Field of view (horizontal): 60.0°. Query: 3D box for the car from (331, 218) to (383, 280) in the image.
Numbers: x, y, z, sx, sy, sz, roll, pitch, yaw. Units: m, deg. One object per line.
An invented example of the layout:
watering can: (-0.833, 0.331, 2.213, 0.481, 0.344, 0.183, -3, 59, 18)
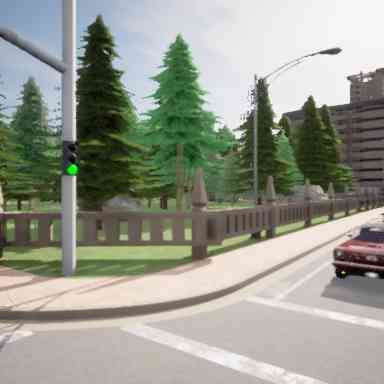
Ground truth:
car: (5.467, 1.601, 9.415, 1.895, 1.301, 4.718, 0, 0, 37)

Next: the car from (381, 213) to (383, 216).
car: (10.962, 1.478, 17.027, 1.882, 1.535, 5.008, 0, 0, 36)
